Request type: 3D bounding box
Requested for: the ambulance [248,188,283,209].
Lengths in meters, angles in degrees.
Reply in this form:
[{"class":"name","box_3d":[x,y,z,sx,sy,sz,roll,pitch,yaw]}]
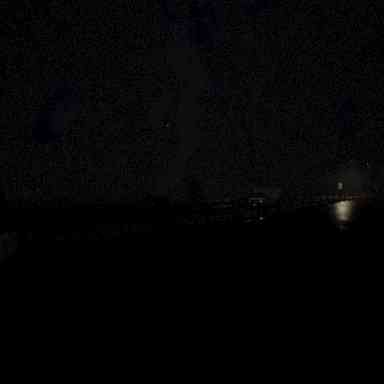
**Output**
[{"class":"ambulance","box_3d":[9.147,0.790,41.410,2.351,2.431,6.366,2,2,35]}]
